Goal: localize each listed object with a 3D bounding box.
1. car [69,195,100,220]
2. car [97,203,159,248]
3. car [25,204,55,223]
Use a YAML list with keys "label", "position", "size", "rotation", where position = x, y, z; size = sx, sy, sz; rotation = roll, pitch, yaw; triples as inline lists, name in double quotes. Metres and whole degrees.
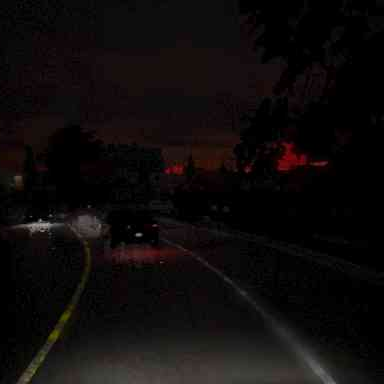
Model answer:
- label: "car"
  position: [-9.250, 1.260, 28.686]
  size: [2.150, 2.045, 5.566]
  rotation: [0, 0, -25]
- label: "car"
  position: [-2.929, 1.479, 14.941]
  size: [1.882, 1.535, 5.008]
  rotation: [0, 0, -22]
- label: "car"
  position: [-11.840, 1.613, 25.960]
  size: [2.033, 1.411, 5.357]
  rotation: [0, 0, -25]
